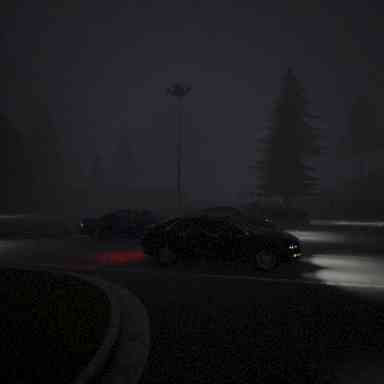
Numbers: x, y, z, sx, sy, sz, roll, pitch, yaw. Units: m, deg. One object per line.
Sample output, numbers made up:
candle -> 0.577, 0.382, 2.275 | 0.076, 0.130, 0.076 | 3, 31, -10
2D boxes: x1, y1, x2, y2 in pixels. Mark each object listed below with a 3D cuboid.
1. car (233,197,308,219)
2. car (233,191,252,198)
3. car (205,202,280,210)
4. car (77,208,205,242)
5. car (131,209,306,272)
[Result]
car -> 5.576, 1.328, 23.564 | 4.902, 1.511, 2.128 | 0, 0, 15
car -> 10.156, 0.787, 65.891 | 2.150, 2.045, 5.566 | 1, 0, -16
car -> 1.990, 1.415, 17.288 | 4.674, 1.442, 1.812 | 0, 0, 15
car -> -2.386, 1.471, 14.863 | 5.357, 1.411, 2.033 | 0, 0, 15
car -> 0.838, 1.441, 10.347 | 4.892, 1.490, 1.837 | 0, 0, 15
